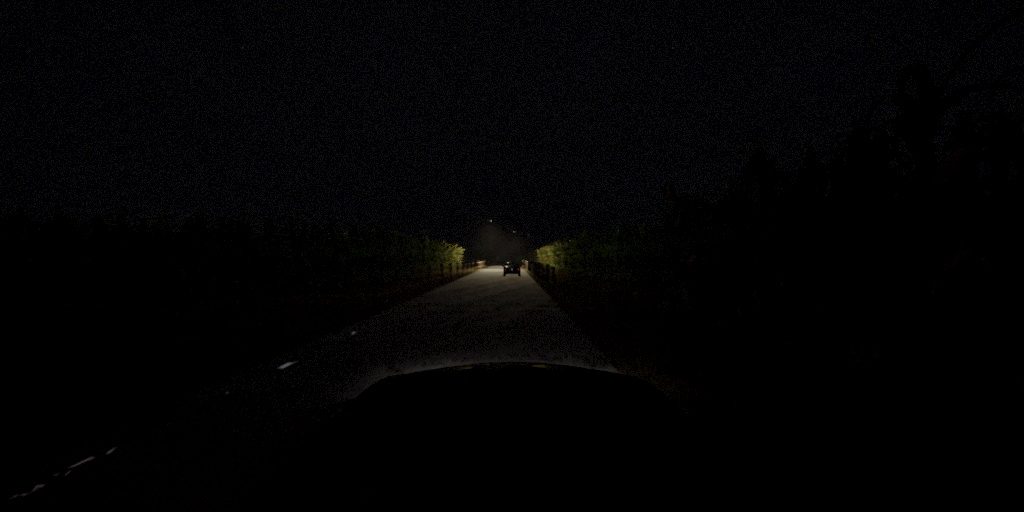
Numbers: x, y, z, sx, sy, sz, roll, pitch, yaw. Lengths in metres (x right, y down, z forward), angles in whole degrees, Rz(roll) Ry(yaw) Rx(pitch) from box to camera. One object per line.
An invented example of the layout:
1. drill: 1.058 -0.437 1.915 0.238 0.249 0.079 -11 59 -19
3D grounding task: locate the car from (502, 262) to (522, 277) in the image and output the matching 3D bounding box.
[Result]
1. car: 0.000 1.342 36.638 2.033 1.411 5.357 0 0 0
